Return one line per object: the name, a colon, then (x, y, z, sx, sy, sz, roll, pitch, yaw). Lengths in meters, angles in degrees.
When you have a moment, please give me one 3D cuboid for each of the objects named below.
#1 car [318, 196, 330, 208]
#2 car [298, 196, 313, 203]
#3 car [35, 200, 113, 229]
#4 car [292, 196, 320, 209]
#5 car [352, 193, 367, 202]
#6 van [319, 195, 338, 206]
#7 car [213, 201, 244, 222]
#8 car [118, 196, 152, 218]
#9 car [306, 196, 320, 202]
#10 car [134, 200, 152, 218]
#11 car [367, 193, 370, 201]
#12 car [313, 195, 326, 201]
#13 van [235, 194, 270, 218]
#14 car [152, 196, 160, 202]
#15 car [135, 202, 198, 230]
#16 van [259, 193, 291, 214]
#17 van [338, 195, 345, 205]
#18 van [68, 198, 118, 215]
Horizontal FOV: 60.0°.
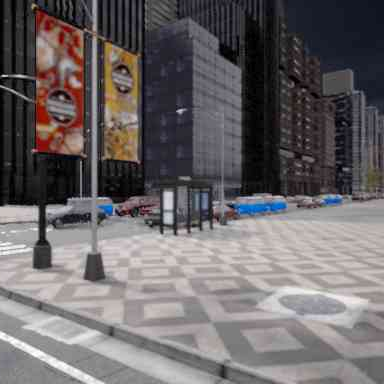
car: (18.579, 1.586, 49.127, 1.802, 1.307, 4.206, 0, 0, 35)
car: (24.715, 1.516, 72.428, 1.752, 1.417, 4.829, 0, 0, 35)
car: (-7.895, 1.532, 22.073, 1.812, 1.442, 4.674, 0, 0, 37)
car: (15.284, 1.585, 44.503, 1.802, 1.307, 4.206, 0, 0, 35)
car: (38.348, 1.321, 76.869, 2.192, 1.841, 5.009, 0, 0, 35)
van: (21.874, 1.345, 53.751, 1.690, 1.788, 3.998, 0, 0, 35)
car: (2.105, 1.592, 26.008, 1.802, 1.307, 4.206, 0, 0, 35)
car: (-4.838, 1.311, 30.954, 2.192, 1.841, 5.009, 0, 0, 35)
car: (28.109, 1.557, 77.190, 1.947, 1.339, 4.313, 0, 0, 35)
car: (-2.549, 1.601, 29.581, 1.895, 1.301, 4.718, 0, 0, 35)
car: (41.742, 1.532, 81.632, 1.752, 1.417, 4.829, 0, 0, 35)
car: (31.304, 1.517, 81.675, 1.752, 1.417, 4.829, 0, 0, 35)
van: (5.401, 1.348, 30.632, 1.690, 1.788, 3.998, 0, 0, 35)
car: (-0.705, 1.358, 26.659, 2.097, 1.767, 4.553, 0, 0, 35)
car: (-1.190, 1.565, 21.385, 2.008, 1.369, 4.403, 0, 0, 35)
van: (8.695, 1.346, 35.255, 1.690, 1.788, 3.998, 0, 0, 35)
van: (25.169, 1.346, 58.374, 1.690, 1.788, 3.998, 0, 0, 35)
van: (-8.133, 1.341, 26.330, 1.690, 1.788, 3.998, 0, 0, 35)
